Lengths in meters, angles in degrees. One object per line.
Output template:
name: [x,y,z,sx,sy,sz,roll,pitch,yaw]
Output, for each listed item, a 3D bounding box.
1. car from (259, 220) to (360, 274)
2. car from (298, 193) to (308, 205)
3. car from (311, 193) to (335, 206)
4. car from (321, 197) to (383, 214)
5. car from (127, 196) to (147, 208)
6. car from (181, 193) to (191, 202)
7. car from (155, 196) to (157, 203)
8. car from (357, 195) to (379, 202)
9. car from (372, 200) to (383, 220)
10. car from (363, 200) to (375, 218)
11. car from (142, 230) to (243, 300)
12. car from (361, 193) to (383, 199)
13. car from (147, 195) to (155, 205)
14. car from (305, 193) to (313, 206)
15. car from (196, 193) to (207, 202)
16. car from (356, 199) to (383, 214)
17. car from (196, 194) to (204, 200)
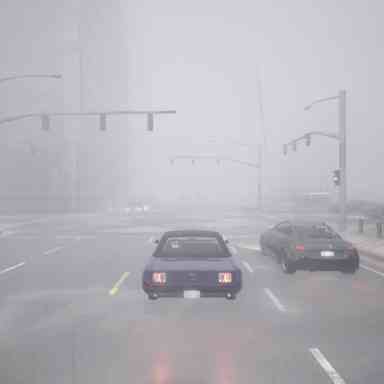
car: [3.470,1.564,10.579,1.994,1.385,4.181,0,0,-1]
car: [24.097,1.209,65.628,4.605,1.855,1.932,0,0,0]
car: [24.187,1.451,60.050,3.806,1.475,1.970,0,0,0]
car: [16.544,1.547,34.537,4.902,1.511,2.128,0,0,-1]
car: [-8.025,1.505,47.685,1.837,1.490,4.892,0,0,-1]
car: [-1.339,1.215,76.366,2.150,2.045,5.566,0,0,-1]
car: [-8.225,1.352,66.801,2.097,1.767,4.553,0,0,0]
car: [39.163,1.419,74.182,3.905,1.438,1.784,0,0,0]
car: [16.023,1.560,23.830,4.892,1.490,1.837,0,0,-1]
car: [16.880,1.619,27.339,4.181,1.385,1.994,0,0,-1]
car: [-0.004,1.601,8.350,1.895,1.301,4.718,0,0,0]
car: [39.119,1.208,71.285,4.605,1.855,1.932,0,0,0]
car: [-8.150,1.491,57.038,2.128,1.511,4.902,0,0,-1]
car: [24.167,1.419,62.945,3.905,1.438,1.784,0,0,0]
car: [2.161,1.215,76.415,2.150,2.045,5.566,0,0,-1]
car: [18.098,1.619,31.053,4.181,1.385,1.994,0,0,-1]
car: [2.014,1.386,86.806,1.812,1.442,4.674,0,0,-1]
